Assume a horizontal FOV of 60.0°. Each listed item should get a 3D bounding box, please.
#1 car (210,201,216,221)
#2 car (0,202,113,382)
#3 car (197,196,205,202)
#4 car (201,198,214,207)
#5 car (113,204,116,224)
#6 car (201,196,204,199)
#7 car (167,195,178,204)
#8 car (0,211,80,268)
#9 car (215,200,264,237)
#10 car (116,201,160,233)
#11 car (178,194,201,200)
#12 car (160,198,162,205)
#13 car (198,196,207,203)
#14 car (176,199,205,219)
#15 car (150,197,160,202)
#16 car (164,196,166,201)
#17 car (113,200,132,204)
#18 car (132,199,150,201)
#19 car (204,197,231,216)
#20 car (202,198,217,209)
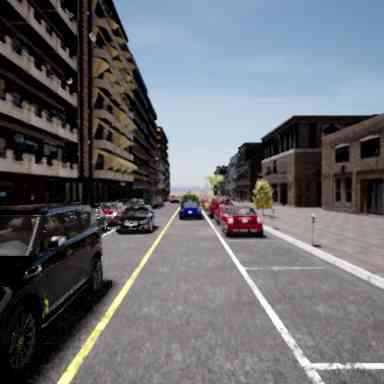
[{"bbox_3d":[2.526,1.584,23.873,1.802,1.307,4.206,-1,0,0],"label":"car"},{"bbox_3d":[-3.134,1.234,5.796,2.150,2.045,5.566,0,0,-1],"label":"car"},{"bbox_3d":[2.129,1.584,80.645,1.887,1.381,4.507,-1,0,0],"label":"car"},{"bbox_3d":[2.328,1.600,52.259,1.802,1.307,4.206,-1,0,0],"label":"car"},{"bbox_3d":[-5.836,1.572,18.165,2.008,1.369,4.403,-1,0,0],"label":"car"},{"bbox_3d":[2.405,1.536,41.075,1.752,1.417,4.829,-1,0,0],"label":"car"},{"bbox_3d":[-3.456,1.637,66.630,1.895,1.301,4.718,0,0,0],"label":"car"},{"bbox_3d":[-5.848,1.544,12.317,1.752,1.417,4.829,-1,0,0],"label":"car"},{"bbox_3d":[2.585,1.439,18.197,1.967,1.590,4.097,-1,0,0],"label":"car"},{"bbox_3d":[-3.215,1.521,19.819,1.837,1.490,4.892,0,0,0],"label":"car"},{"bbox_3d":[-0.240,1.242,42.587,2.150,2.045,5.566,0,0,0],"label":"car"},{"bbox_3d":[-6.053,1.585,52.229,1.887,1.381,4.507,-1,0,0],"label":"car"},{"bbox_3d":[2.208,1.555,69.461,1.752,1.417,4.829,-1,0,0],"label":"car"},{"bbox_3d":[-0.130,1.575,28.880,1.994,1.385,4.181,0,0,0],"label":"car"},{"bbox_3d":[-6.013,1.602,46.551,1.947,1.339,4.313,-1,0,0],"label":"car"},{"bbox_3d":[-6.092,1.595,57.906,2.008,1.369,4.403,-1,0,0],"label":"car"},{"bbox_3d":[-5.841,1.464,23.842,1.967,1.590,4.097,-1,0,0],"label":"car"},{"bbox_3d":[-5.941,1.470,35.197,1.967,1.590,4.097,-1,0,0],"label":"car"},{"bbox_3d":[2.483,1.320,29.550,2.192,1.841,5.009,-1,0,0],"label":"car"},{"bbox_3d":[2.368,1.596,46.582,1.802,1.307,4.206,-1,0,0],"label":"car"}]
